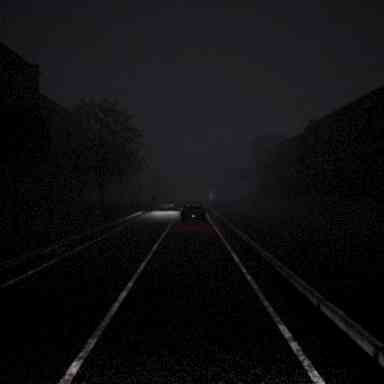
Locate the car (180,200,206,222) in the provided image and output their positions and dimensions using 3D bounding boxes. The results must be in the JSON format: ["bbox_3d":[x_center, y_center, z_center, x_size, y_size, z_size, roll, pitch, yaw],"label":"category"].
[{"bbox_3d":[0.096,1.527,26.137,2.128,1.511,4.902,0,0,0],"label":"car"}]

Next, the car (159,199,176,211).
[{"bbox_3d":[-3.099,1.633,42.329,1.895,1.301,4.718,0,0,0],"label":"car"}]

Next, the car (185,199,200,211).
[{"bbox_3d":[0.091,1.631,43.060,1.895,1.301,4.718,0,0,0],"label":"car"}]
